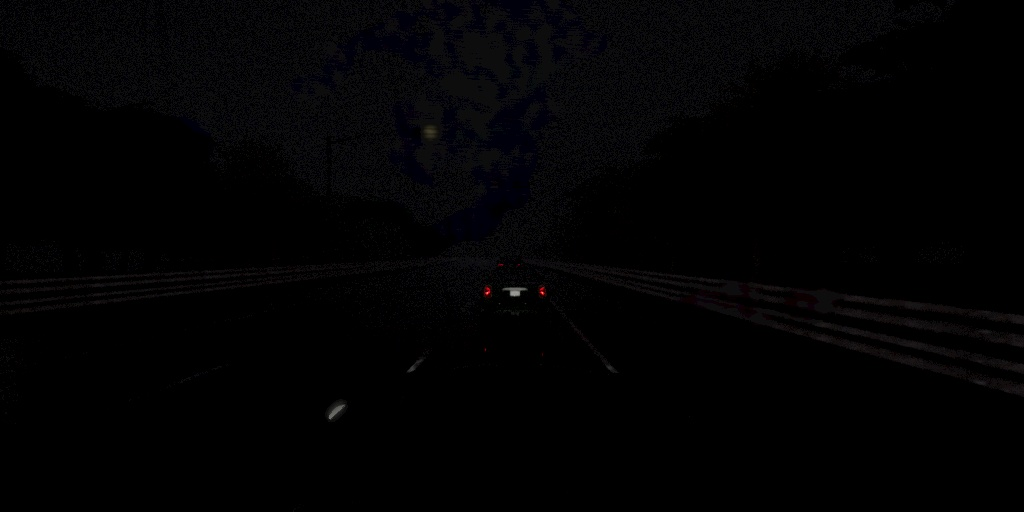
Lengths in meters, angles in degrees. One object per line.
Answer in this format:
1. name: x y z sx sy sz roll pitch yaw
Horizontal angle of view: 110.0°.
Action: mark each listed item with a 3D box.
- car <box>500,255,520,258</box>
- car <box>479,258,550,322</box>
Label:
1. car: -0.186 0.935 31.065 2.150 2.045 5.566 0 0 -1
2. car: 0.076 1.088 12.389 2.097 1.767 4.553 0 0 0
